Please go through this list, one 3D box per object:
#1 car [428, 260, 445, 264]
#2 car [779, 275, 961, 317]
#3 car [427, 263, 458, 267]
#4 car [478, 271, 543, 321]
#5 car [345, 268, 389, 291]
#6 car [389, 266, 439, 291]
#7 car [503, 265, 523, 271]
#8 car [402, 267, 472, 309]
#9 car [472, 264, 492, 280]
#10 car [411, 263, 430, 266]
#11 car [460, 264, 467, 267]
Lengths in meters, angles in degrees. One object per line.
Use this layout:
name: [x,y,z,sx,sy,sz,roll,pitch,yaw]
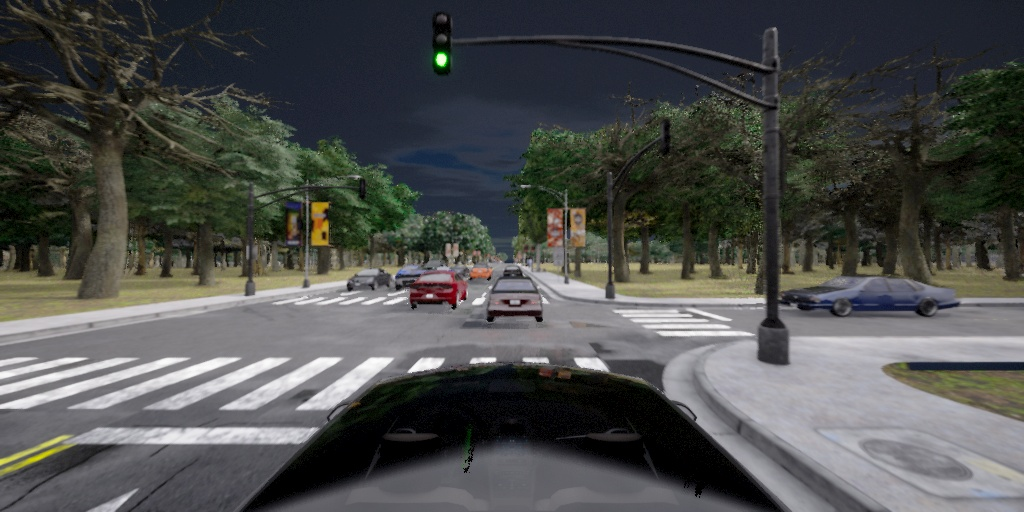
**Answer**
car: [-9.781,1.557,45.766,2.150,2.045,5.566,0,-1,1]
car: [13.084,1.425,13.289,5.357,1.411,2.033,0,-1,0]
car: [-6.592,1.712,34.753,1.812,1.442,4.674,0,-1,0]
car: [0.093,1.444,13.107,2.033,1.411,5.357,0,-1,0]
car: [-9.848,1.585,25.215,1.812,1.442,4.674,0,-1,0]
car: [-6.600,1.619,24.885,1.994,1.385,4.181,0,-1,1]
car: [0.094,1.681,36.021,1.882,1.535,5.008,0,-1,0]
car: [-3.156,1.416,16.209,1.882,1.535,5.008,0,-1,0]
car: [-3.157,1.577,37.608,2.097,1.767,4.553,0,-1,0]
car: [-9.845,1.670,35.225,1.882,1.535,5.008,0,-1,0]
car: [-6.546,1.815,44.905,2.128,1.511,4.902,0,-1,1]
